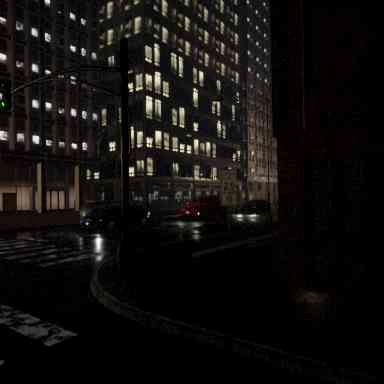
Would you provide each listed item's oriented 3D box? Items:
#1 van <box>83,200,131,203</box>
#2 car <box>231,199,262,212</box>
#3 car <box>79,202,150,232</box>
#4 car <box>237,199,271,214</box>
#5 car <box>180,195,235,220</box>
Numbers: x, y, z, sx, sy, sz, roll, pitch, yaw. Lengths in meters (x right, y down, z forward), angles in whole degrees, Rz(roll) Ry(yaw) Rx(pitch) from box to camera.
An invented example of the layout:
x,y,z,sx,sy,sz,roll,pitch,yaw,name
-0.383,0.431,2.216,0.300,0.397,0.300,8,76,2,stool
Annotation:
x,y,z,sx,sy,sz,roll,pitch,yaw,name
-5.992,1.460,23.467,1.690,1.788,3.998,-2,-1,36,van
6.839,1.689,41.379,1.752,1.417,4.829,-2,-1,36,car
-4.645,1.571,20.934,1.837,1.490,4.892,-1,-1,33,car
7.249,1.584,37.486,1.882,1.535,5.008,-1,-1,36,car
1.244,1.307,29.123,2.150,2.045,5.566,-1,-1,36,car
